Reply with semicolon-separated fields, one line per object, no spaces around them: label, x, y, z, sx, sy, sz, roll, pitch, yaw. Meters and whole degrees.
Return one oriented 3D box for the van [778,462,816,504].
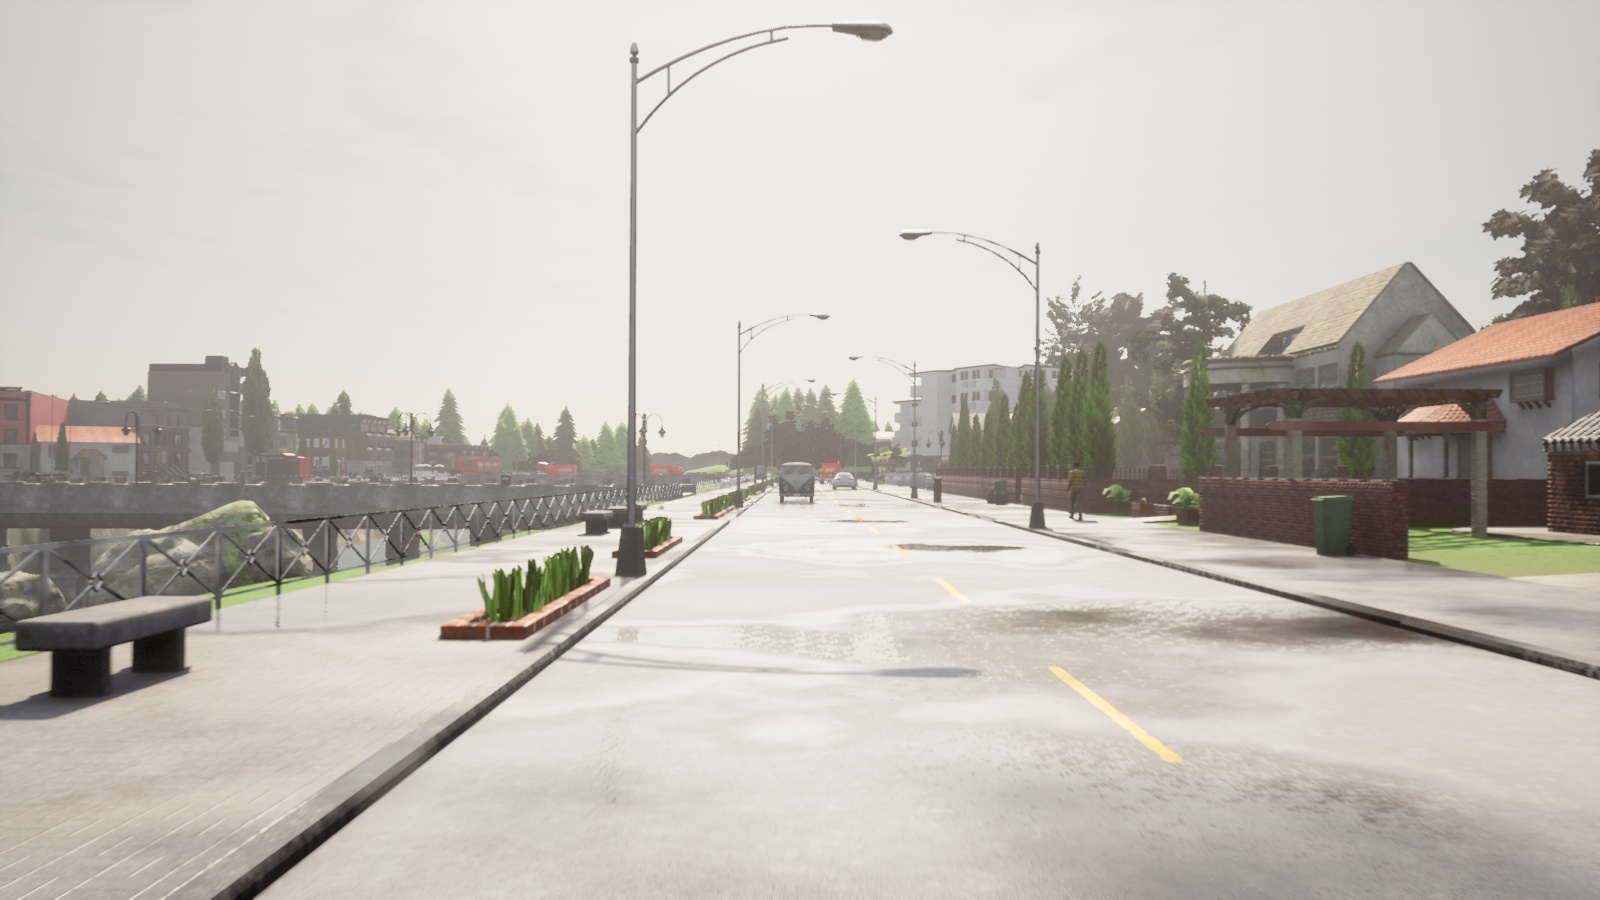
van;-0.148;1.609;62.170;1.775;1.987;4.442;0;-1;0

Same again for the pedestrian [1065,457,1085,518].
pedestrian;8.306;1.126;37.926;0.431;1.840;0.709;0;-1;-2
